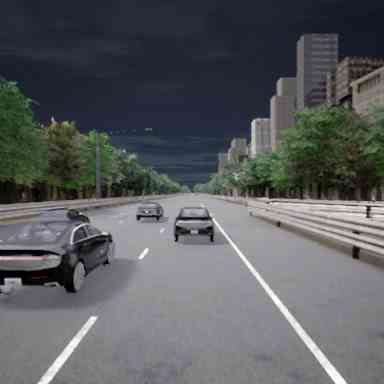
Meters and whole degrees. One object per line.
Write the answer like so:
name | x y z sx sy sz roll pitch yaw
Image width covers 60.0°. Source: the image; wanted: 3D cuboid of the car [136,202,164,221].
car | -3.399 1.546 27.468 2.033 1.411 5.357 0 0 0

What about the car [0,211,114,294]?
car | -3.399 1.491 8.762 2.128 1.511 4.902 0 0 0

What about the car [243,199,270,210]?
car | 8.301 1.554 42.048 2.163 1.488 4.792 0 0 -20

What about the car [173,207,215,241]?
car | 0.099 1.489 16.617 2.128 1.511 4.902 0 0 0

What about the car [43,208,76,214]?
car | -6.901 1.562 17.713 1.994 1.385 4.181 0 0 0
